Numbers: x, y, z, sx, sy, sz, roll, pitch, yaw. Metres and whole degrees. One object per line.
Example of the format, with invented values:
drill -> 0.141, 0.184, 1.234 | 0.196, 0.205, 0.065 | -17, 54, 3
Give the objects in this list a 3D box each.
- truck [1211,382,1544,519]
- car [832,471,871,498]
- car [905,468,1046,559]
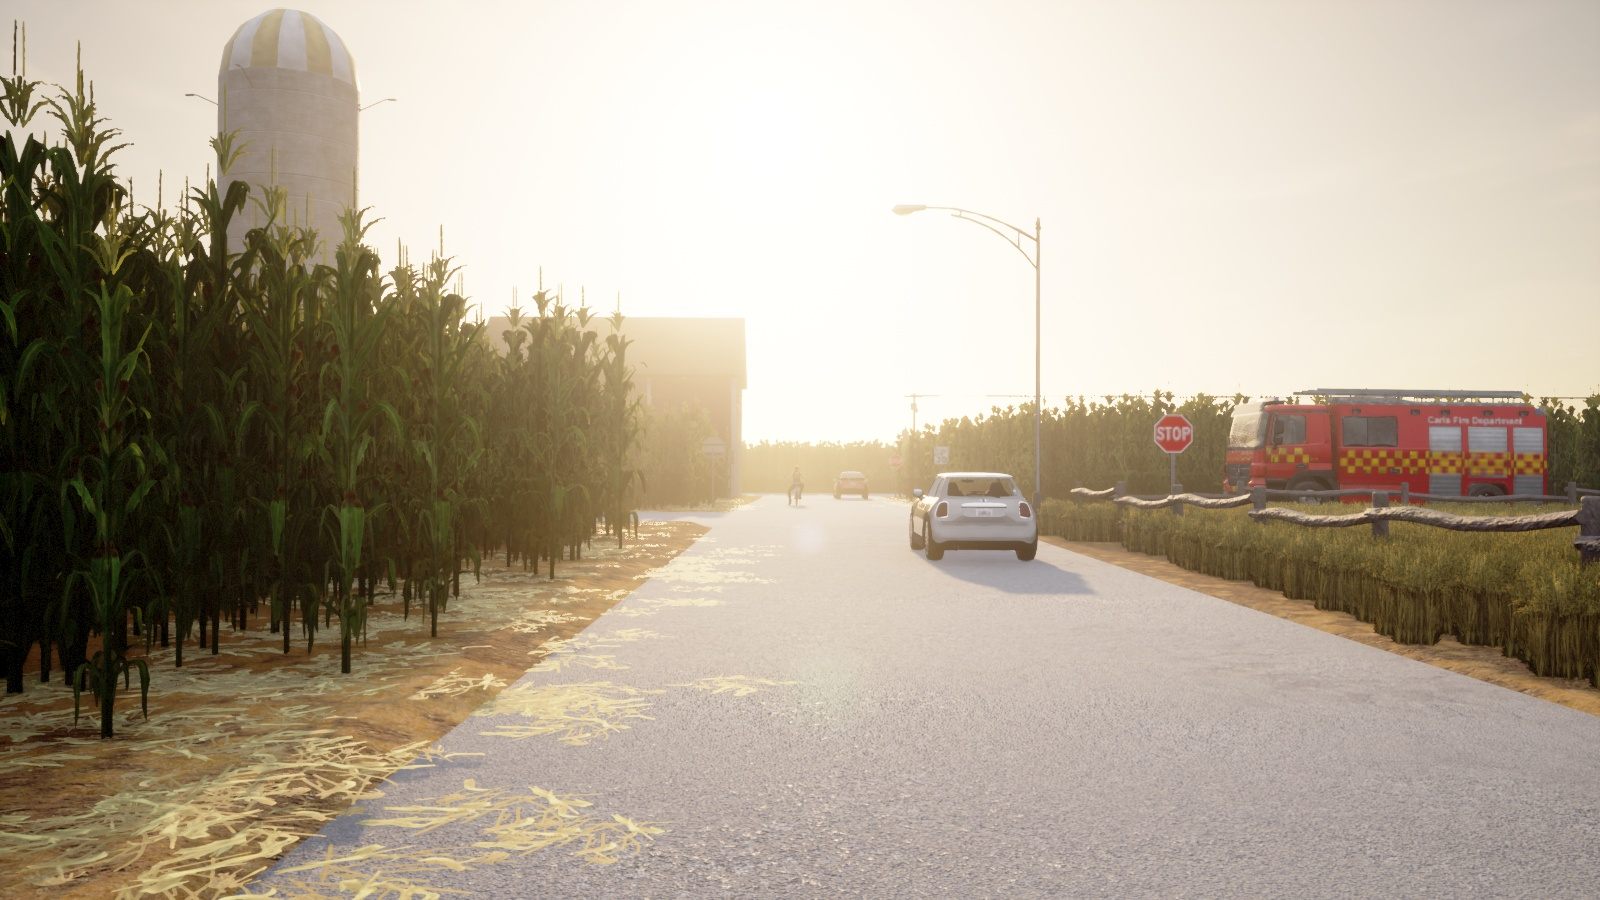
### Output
truck -> 16.791, 0.037, 36.936 | 8.468, 3.827, 2.891 | 0, -1, 0
car -> 2.915, 1.939, 71.323 | 2.007, 1.525, 4.514 | 0, -1, 0
car -> 3.041, 1.071, 22.544 | 1.970, 1.475, 3.806 | 0, -1, 0
